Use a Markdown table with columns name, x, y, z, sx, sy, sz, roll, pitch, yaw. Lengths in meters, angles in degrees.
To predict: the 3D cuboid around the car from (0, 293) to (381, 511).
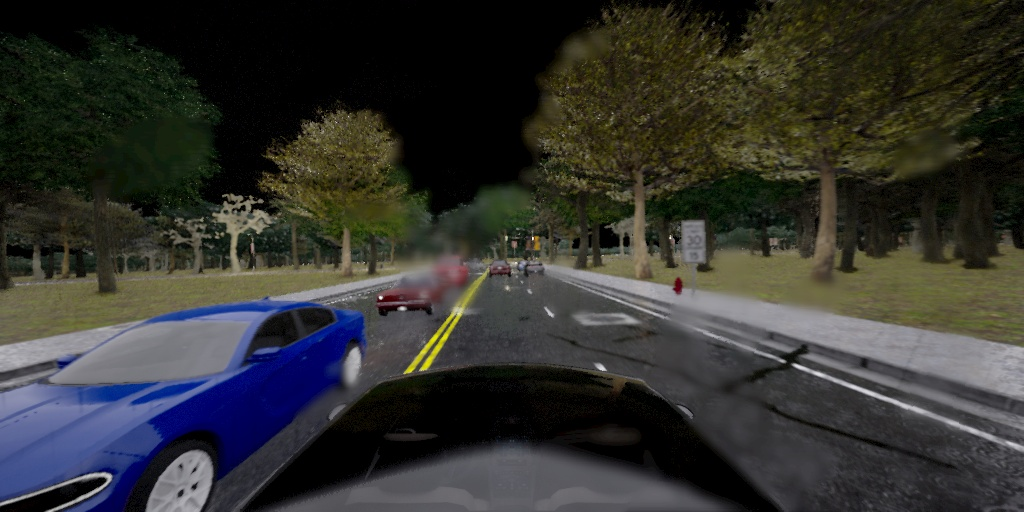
| name | x | y | z | sx | sy | sz | roll | pitch | yaw |
| --- | --- | --- | --- | --- | --- | --- | --- | --- | --- |
| car | -3.364 | 1.322 | 4.165 | 1.882 | 1.535 | 5.008 | -2 | 0 | -2 |

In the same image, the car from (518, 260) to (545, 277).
| name | x | y | z | sx | sy | sz | roll | pitch | yaw |
| --- | --- | --- | --- | --- | --- | --- | --- | --- | --- |
| car | 2.091 | 1.175 | 34.758 | 2.128 | 1.511 | 4.902 | -2 | 0 | -2 |

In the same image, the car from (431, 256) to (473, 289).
| name | x | y | z | sx | sy | sz | roll | pitch | yaw |
| --- | --- | --- | --- | --- | --- | --- | --- | --- | --- |
| car | -4.131 | 1.083 | 24.512 | 2.150 | 2.045 | 5.566 | -2 | 0 | -2 |

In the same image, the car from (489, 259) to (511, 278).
| name | x | y | z | sx | sy | sz | roll | pitch | yaw |
| --- | --- | --- | --- | --- | --- | --- | --- | --- | --- |
| car | -1.187 | 1.125 | 35.548 | 2.097 | 1.767 | 4.553 | -2 | 0 | -2 |

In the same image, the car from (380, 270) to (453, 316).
| name | x | y | z | sx | sy | sz | roll | pitch | yaw |
| --- | --- | --- | --- | --- | --- | --- | --- | --- | --- |
| car | -3.736 | 1.456 | 14.146 | 1.895 | 1.301 | 4.718 | -2 | 0 | -2 |

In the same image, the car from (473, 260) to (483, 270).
| name | x | y | z | sx | sy | sz | roll | pitch | yaw |
| --- | --- | --- | --- | --- | --- | --- | --- | --- | --- |
| car | -5.005 | 1.260 | 50.109 | 1.895 | 1.301 | 4.718 | -2 | 0 | -2 |

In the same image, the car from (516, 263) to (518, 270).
| name | x | y | z | sx | sy | sz | roll | pitch | yaw |
| --- | --- | --- | --- | --- | --- | --- | --- | --- | --- |
| car | 1.616 | 1.225 | 48.098 | 2.033 | 1.411 | 5.357 | -2 | 0 | -2 |
